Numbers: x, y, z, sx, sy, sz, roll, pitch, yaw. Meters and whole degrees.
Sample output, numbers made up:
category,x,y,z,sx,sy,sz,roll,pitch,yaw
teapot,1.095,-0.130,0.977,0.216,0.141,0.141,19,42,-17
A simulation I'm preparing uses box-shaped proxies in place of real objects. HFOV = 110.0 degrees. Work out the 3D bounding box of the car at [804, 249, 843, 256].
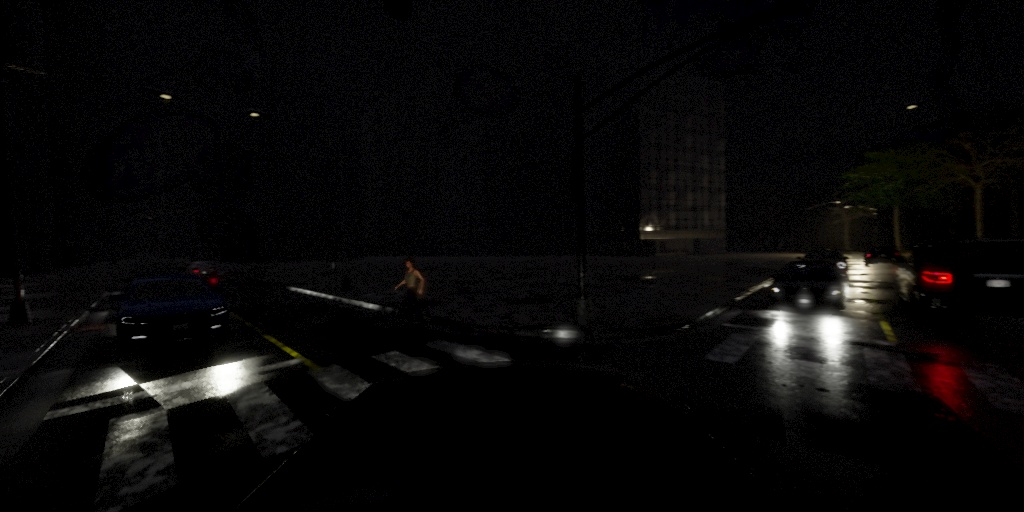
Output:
category,x,y,z,sx,sy,sz,roll,pitch,yaw
car,17.161,0.415,19.825,2.097,1.767,4.553,0,1,43

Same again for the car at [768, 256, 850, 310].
category,x,y,z,sx,sy,sz,roll,pitch,yaw
car,10.463,0.881,12.591,2.033,1.411,5.357,0,1,43

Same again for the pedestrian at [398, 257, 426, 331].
category,x,y,z,sx,sy,sz,roll,pitch,yaw
pedestrian,-2.491,0.921,8.945,0.375,1.860,0.375,0,2,44

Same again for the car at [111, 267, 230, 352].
category,x,y,z,sx,sy,sz,roll,pitch,yaw
car,-8.936,1.249,9.384,5.008,1.535,1.882,0,2,43

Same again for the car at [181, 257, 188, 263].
category,x,y,z,sx,sy,sz,roll,pitch,yaw
car,-36.009,1.174,40.039,4.674,1.442,1.812,0,2,45

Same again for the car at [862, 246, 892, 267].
category,x,y,z,sx,sy,sz,roll,pitch,yaw
car,30.611,-0.050,29.750,2.097,1.767,4.553,0,1,43

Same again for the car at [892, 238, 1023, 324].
category,x,y,z,sx,sy,sz,roll,pitch,yaw
car,11.817,0.584,9.344,2.150,2.045,5.566,0,1,43

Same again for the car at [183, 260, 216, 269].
category,x,y,z,sx,sy,sz,roll,pitch,yaw
car,-27.977,1.183,32.275,4.674,1.442,1.812,0,2,45

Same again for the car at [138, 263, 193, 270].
category,x,y,z,sx,sy,sz,roll,pitch,yaw
car,-16.243,1.275,16.485,4.892,1.490,1.837,0,2,44
